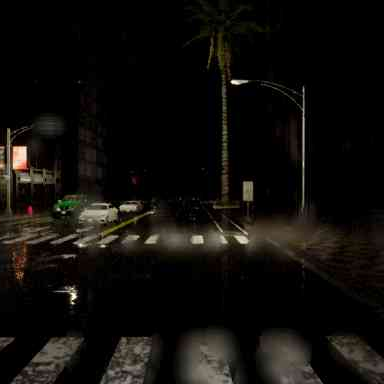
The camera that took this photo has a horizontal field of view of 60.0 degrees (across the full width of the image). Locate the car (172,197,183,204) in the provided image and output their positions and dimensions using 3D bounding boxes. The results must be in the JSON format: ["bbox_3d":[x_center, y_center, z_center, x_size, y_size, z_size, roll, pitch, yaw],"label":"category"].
[{"bbox_3d":[-2.878,1.633,67.651,1.994,1.385,4.181,0,0,0],"label":"car"}]

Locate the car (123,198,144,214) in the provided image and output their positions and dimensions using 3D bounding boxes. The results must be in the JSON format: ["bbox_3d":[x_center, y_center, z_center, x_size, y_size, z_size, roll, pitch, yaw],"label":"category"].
[{"bbox_3d":[-6.452,1.613,35.621,1.895,1.301,4.718,0,0,0],"label":"car"}]

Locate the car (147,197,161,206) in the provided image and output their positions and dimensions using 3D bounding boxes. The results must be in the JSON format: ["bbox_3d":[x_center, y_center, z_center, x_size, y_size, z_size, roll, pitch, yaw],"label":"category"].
[{"bbox_3d":[-6.287,1.590,55.897,2.033,1.411,5.357,0,0,0],"label":"car"}]

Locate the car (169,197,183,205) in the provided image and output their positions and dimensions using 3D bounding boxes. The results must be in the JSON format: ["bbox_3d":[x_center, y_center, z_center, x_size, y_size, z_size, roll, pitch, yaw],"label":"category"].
[{"bbox_3d":[-2.920,1.610,57.693,1.994,1.385,4.181,0,0,1],"label":"car"}]

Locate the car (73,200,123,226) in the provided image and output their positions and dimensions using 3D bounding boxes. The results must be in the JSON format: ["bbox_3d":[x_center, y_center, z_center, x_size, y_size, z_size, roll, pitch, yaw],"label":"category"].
[{"bbox_3d":[-6.501,1.531,23.589,1.812,1.442,4.674,0,0,0],"label":"car"}]

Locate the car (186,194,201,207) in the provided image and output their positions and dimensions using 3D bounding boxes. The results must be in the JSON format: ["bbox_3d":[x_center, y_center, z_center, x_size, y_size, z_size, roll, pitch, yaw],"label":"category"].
[{"bbox_3d":[0.223,1.259,53.399,2.150,2.045,5.566,0,0,0],"label":"car"}]

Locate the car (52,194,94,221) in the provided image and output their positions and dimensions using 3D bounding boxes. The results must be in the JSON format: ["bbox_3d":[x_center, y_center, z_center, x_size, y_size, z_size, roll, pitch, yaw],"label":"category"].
[{"bbox_3d":[-9.734,1.228,27.996,2.150,2.045,5.566,0,0,0],"label":"car"}]
